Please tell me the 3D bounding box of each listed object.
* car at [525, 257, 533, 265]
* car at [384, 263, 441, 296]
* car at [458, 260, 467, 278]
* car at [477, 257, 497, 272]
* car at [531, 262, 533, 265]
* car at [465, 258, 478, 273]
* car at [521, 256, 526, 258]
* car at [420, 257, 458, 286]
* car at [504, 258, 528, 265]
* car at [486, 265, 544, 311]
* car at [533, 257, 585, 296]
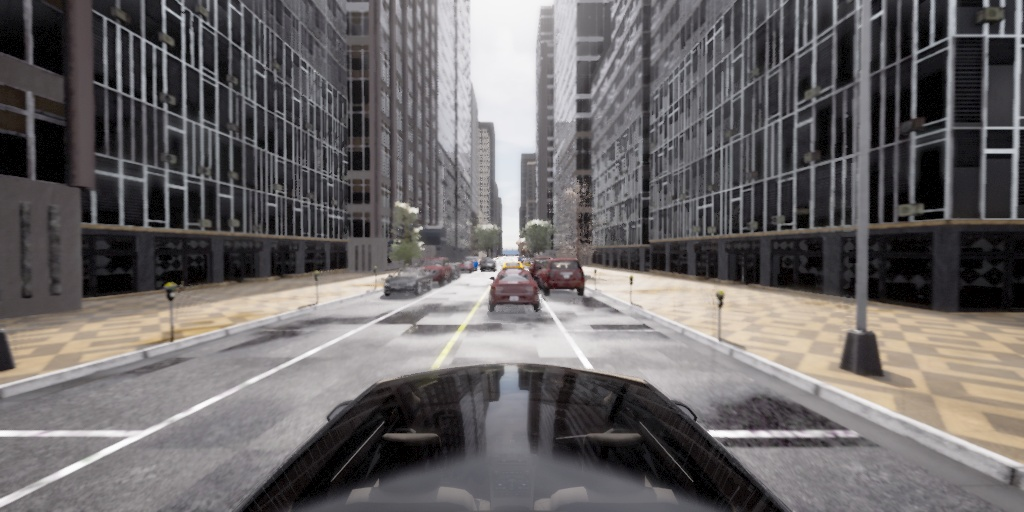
[{"bbox_3d":[2.524,0.998,30.196,2.192,1.841,5.009,0,0,0],"label":"car"},{"bbox_3d":[-5.321,1.259,18.868,2.007,1.370,4.403,0,0,0],"label":"car"},{"bbox_3d":[-5.324,1.234,30.165,2.007,1.370,4.403,0,0,0],"label":"car"},{"bbox_3d":[-2.850,1.163,43.422,1.837,1.490,4.892,0,0,0],"label":"car"},{"bbox_3d":[2.525,1.278,24.548,1.802,1.307,4.207,0,0,0],"label":"car"},{"bbox_3d":[-5.327,1.242,41.462,1.802,1.307,4.207,0,0,0],"label":"car"},{"bbox_3d":[2.735,1.087,56.312,1.801,1.575,5.366,0,0,0],"label":"car"},{"bbox_3d":[-5.322,1.010,24.516,2.192,1.841,5.009,0,0,0],"label":"car"},{"bbox_3d":[0.084,1.161,30.110,1.882,1.535,5.008,0,0,0],"label":"car"},{"bbox_3d":[0.085,1.245,14.259,1.812,1.442,4.674,0,0,0],"label":"car"},{"bbox_3d":[2.527,1.023,18.899,2.192,1.841,5.009,0,0,0],"label":"car"}]
